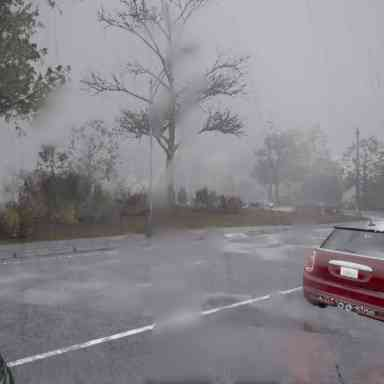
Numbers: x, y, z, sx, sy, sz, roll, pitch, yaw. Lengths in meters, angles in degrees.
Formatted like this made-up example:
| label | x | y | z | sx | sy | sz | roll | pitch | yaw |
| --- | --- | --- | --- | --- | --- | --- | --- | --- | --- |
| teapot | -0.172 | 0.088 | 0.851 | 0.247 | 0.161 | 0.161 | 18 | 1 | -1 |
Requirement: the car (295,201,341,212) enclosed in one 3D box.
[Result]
| label | x | y | z | sx | sy | sz | roll | pitch | yaw |
| --- | --- | --- | --- | --- | --- | --- | --- | --- | --- |
| car | 13.365 | 1.603 | 35.493 | 1.895 | 1.301 | 4.718 | 0 | 0 | -28 |

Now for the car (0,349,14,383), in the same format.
| label | x | y | z | sx | sy | sz | roll | pitch | yaw |
| --- | --- | --- | --- | --- | --- | --- | --- | --- | --- |
| car | -3.697 | 1.221 | 1.075 | 5.566 | 2.045 | 2.150 | 0 | 0 | -35 |

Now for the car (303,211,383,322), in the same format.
| label | x | y | z | sx | sy | sz | roll | pitch | yaw |
| --- | --- | --- | --- | --- | --- | --- | --- | --- | --- |
| car | 4.358 | 1.352 | 6.724 | 4.553 | 1.767 | 2.097 | 0 | 0 | -34 |

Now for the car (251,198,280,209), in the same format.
| label | x | y | z | sx | sy | sz | roll | pitch | yaw |
| --- | --- | --- | --- | --- | --- | --- | --- | --- | --- |
| car | 10.582 | 1.605 | 48.206 | 1.994 | 1.385 | 4.181 | 0 | 0 | -27 |

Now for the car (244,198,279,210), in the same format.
| label | x | y | z | sx | sy | sz | roll | pitch | yaw |
| --- | --- | --- | --- | --- | --- | --- | --- | --- | --- |
| car | 8.859 | 1.519 | 43.948 | 2.128 | 1.511 | 4.902 | 0 | 0 | -27 |
